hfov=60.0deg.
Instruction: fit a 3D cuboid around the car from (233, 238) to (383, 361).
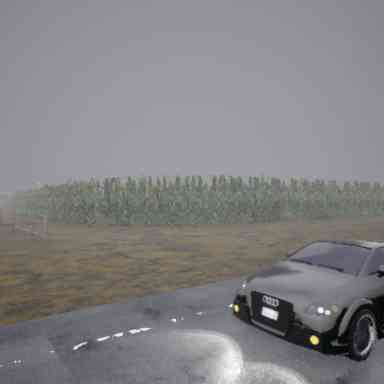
[{"bbox_3d":[2.742,1.570,5.960,4.181,1.385,1.994,0,0,-36],"label":"car"}]
